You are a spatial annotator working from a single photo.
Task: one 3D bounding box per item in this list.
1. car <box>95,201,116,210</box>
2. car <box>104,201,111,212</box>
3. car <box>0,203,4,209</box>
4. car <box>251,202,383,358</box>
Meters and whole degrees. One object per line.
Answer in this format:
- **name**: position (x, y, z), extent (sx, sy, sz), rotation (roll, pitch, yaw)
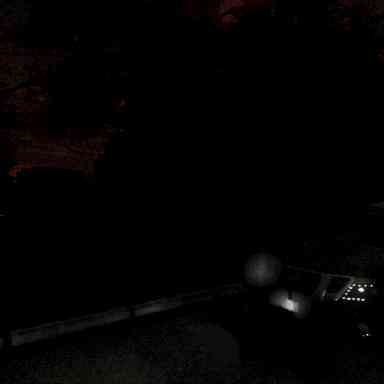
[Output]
- **car**: position (-15.582, 2.355, 59.743), extent (2.163, 1.488, 4.792), rotation (0, 0, -36)
- **car**: position (-11.969, 2.327, 46.294), extent (2.097, 1.535, 5.008), rotation (0, 0, -36)
- **car**: position (-29.396, 2.310, 50.142), extent (1.946, 1.575, 5.366), rotation (0, 0, -36)
- **car**: position (3.620, 1.231, 6.262), extent (5.566, 2.045, 2.150), rotation (0, 0, -35)
